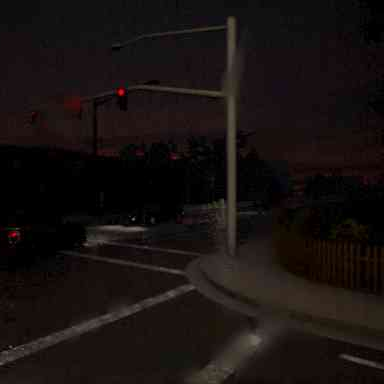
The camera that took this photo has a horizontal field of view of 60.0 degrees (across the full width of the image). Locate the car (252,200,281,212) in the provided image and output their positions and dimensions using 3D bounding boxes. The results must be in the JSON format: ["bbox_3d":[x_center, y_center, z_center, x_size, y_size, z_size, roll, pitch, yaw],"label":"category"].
[{"bbox_3d":[8.999,1.635,40.220,1.895,1.301,4.718,0,0,36],"label":"car"}]

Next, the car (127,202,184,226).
[{"bbox_3d":[-2.508,1.538,24.003,1.837,1.490,4.892,0,0,35],"label":"car"}]

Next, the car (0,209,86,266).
[{"bbox_3d":[-5.653,1.377,11.881,2.097,1.767,4.553,0,0,9],"label":"car"}]
